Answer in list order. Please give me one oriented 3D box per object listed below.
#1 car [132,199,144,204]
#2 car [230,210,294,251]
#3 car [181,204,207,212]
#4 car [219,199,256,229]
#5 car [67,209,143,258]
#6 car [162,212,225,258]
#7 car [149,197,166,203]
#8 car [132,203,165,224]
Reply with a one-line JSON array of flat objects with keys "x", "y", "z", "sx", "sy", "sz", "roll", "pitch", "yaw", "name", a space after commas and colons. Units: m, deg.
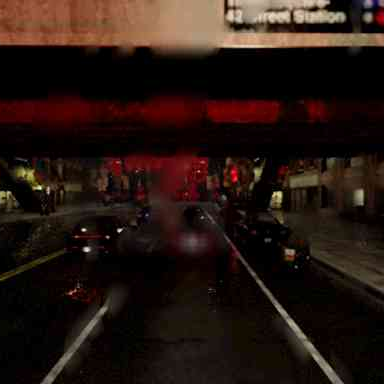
[{"x": -10.389, "y": 2.228, "z": 64.079, "sx": 1.837, "sy": 1.490, "sz": 4.892, "roll": 0, "pitch": 0, "yaw": 0, "name": "car"}, {"x": 3.231, "y": 1.782, "z": 16.429, "sx": 1.895, "sy": 1.301, "sz": 4.718, "roll": 0, "pitch": -1, "yaw": 0, "name": "car"}, {"x": 0.157, "y": 1.830, "z": 28.479, "sx": 1.837, "sy": 1.490, "sz": 4.892, "roll": 0, "pitch": 0, "yaw": 0, "name": "car"}, {"x": 3.188, "y": 1.499, "z": 23.828, "sx": 2.435, "sy": 2.045, "sz": 5.566, "roll": 0, "pitch": -1, "yaw": 0, "name": "car"}, {"x": -3.440, "y": 1.661, "z": 13.460, "sx": 1.837, "sy": 1.490, "sz": 4.892, "roll": 0, "pitch": 0, "yaw": 1, "name": "car"}, {"x": 0.065, "y": 1.718, "z": 13.466, "sx": 1.994, "sy": 1.385, "sz": 4.181, "roll": 0, "pitch": -1, "yaw": 1, "name": "car"}, {"x": -6.887, "y": 1.951, "z": 64.585, "sx": 2.150, "sy": 2.045, "sz": 5.566, "roll": 0, "pitch": 0, "yaw": 0, "name": "car"}, {"x": -3.354, "y": 1.860, "z": 27.482, "sx": 2.033, "sy": 1.411, "sz": 5.357, "roll": 0, "pitch": -1, "yaw": 0, "name": "car"}]
